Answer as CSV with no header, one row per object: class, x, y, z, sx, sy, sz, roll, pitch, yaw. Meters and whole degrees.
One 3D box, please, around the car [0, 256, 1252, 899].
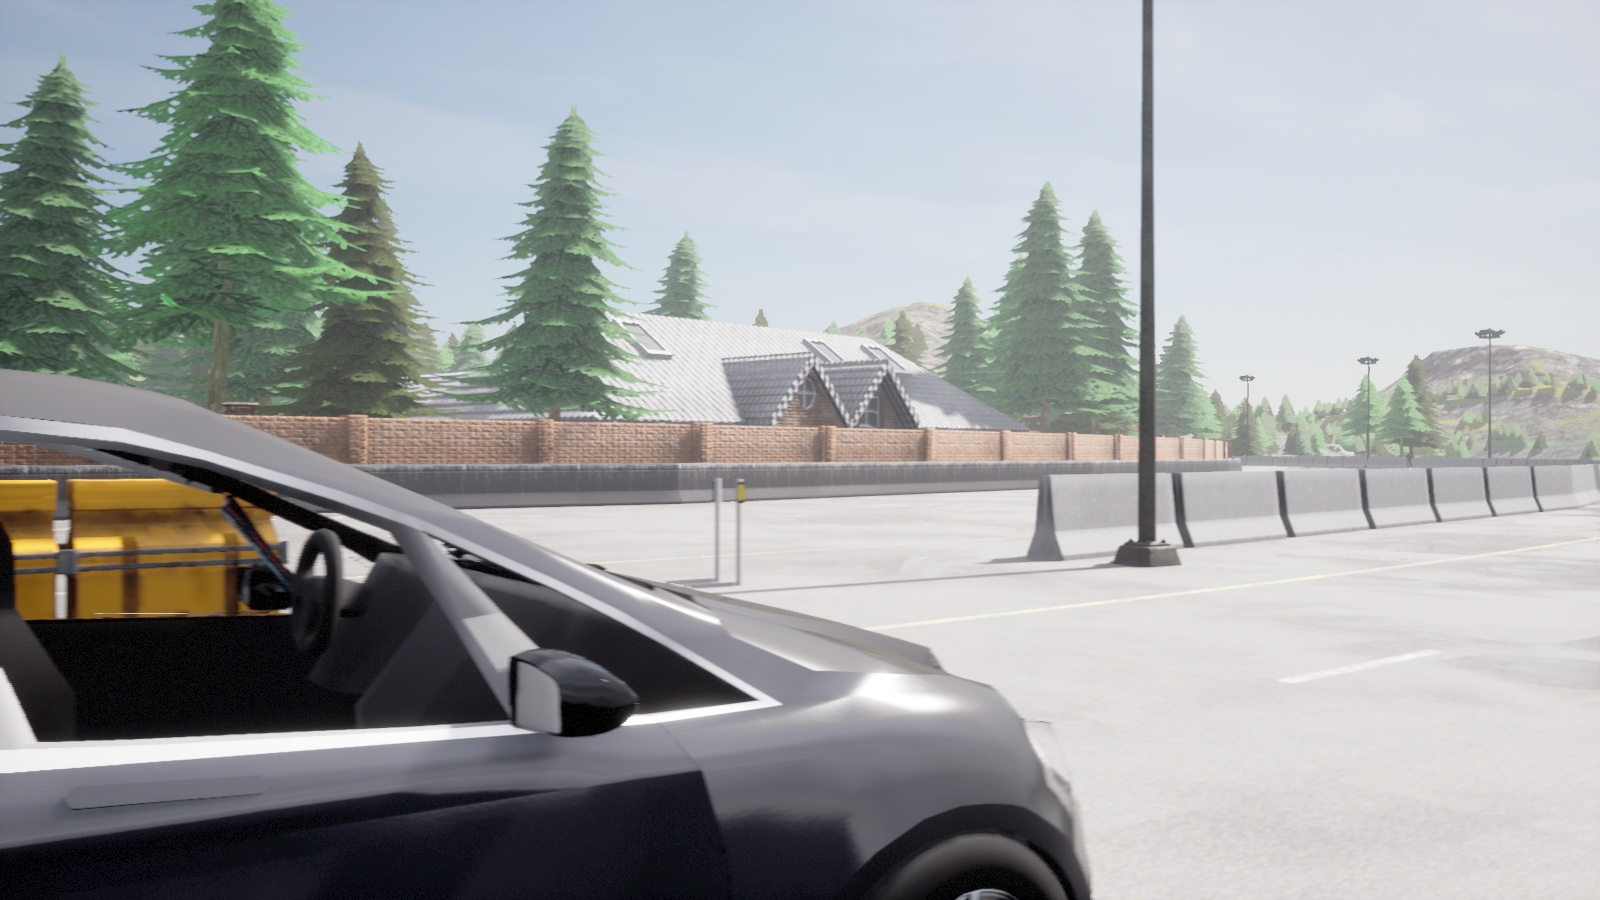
car,-1.436,0.599,2.564,4.611,1.667,2.242,0,0,-36
